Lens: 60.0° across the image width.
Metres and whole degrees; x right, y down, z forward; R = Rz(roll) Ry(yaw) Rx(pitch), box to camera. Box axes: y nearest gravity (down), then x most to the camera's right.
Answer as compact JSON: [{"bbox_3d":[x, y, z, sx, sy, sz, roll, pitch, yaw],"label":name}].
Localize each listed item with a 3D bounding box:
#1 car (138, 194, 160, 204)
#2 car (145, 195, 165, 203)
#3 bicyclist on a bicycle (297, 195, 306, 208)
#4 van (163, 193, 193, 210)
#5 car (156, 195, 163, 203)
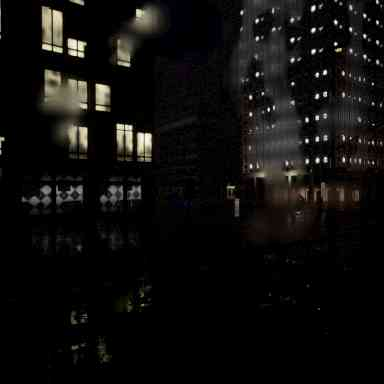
[{"bbox_3d":[-7.820,1.203,59.853,1.882,1.535,5.008,-1,1,-34],"label":"car"},{"bbox_3d":[-6.997,1.237,63.266,1.887,1.381,4.507,0,0,-34],"label":"car"},{"bbox_3d":[12.902,1.117,39.178,1.656,1.620,0.582,-1,1,-34],"label":"bicyclist on a bicycle"},{"bbox_3d":[-1.488,1.210,40.226,1.690,1.788,3.998,0,0,-34],"label":"van"},{"bbox_3d":[-3.887,1.035,58.682,2.192,1.841,5.009,0,0,-34],"label":"car"}]
